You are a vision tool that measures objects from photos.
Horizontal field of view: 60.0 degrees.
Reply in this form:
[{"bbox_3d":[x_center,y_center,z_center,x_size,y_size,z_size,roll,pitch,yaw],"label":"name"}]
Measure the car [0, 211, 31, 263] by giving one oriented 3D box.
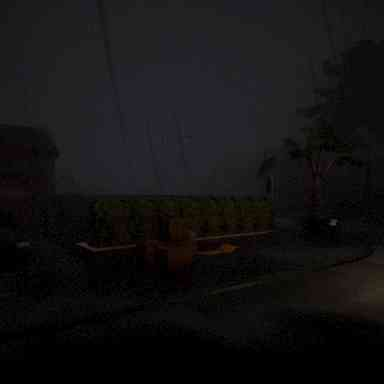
[{"bbox_3d":[-6.510,1.356,10.753,2.033,1.415,5.357,0,0,-33],"label":"car"}]
